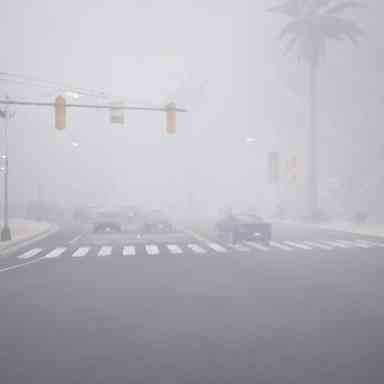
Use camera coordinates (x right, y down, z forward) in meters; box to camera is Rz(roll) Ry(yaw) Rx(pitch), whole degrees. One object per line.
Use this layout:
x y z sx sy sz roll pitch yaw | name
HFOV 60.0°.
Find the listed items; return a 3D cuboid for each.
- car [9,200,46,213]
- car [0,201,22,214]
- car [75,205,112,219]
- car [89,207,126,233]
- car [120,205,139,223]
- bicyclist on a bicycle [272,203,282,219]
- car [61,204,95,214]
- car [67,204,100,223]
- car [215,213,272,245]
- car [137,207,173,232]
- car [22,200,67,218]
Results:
-28.029 2.459 56.637 5.566 2.045 2.150 0 -1 13 | car
-29.853 2.522 53.259 4.553 1.767 2.097 0 -1 14 | car
-12.023 2.347 40.403 5.008 1.535 1.882 -1 -2 42 | car
-6.048 2.064 23.999 2.033 1.411 5.357 0 -1 -14 | car
-5.859 2.043 32.392 2.097 1.767 4.553 1 -1 -31 | car
9.196 2.024 35.333 1.656 1.620 0.582 0 -1 -23 | bicyclist on a bicycle
-18.187 2.636 53.061 4.902 1.511 2.128 -1 -1 25 | car
-10.481 2.211 33.338 2.128 1.511 4.902 1 -1 -37 | car
2.603 1.849 17.830 1.882 1.535 5.008 0 -1 -10 | car
-2.630 2.038 24.108 1.812 1.442 4.674 0 -1 -14 | car
-18.045 2.112 40.886 5.566 2.045 2.150 -1 -1 34 | car
